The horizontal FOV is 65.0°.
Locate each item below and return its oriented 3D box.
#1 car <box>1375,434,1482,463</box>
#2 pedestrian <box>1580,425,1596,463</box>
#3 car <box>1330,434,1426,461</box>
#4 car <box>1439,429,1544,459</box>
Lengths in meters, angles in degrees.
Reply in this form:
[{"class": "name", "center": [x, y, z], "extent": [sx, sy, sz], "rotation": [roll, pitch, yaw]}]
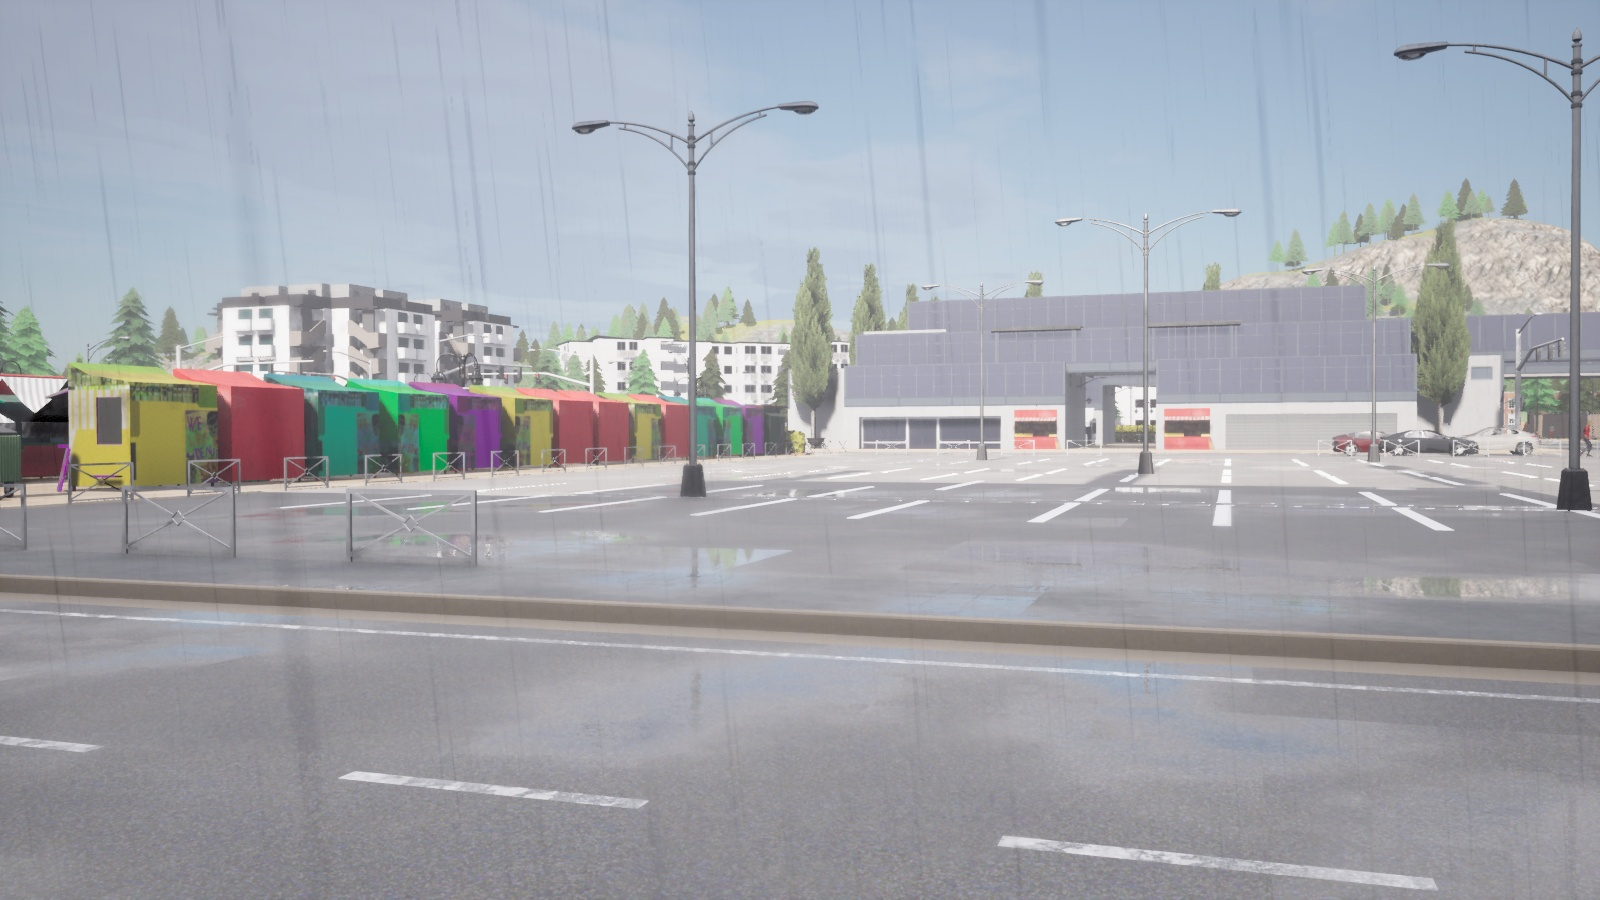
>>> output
[{"class": "car", "center": [33.860, -0.120, 67.801], "extent": [4.902, 1.511, 2.128], "rotation": [1, 1, 20]}, {"class": "pedestrian", "center": [38.661, -0.301, 61.639], "extent": [0.636, 1.846, 0.331], "rotation": [1, 1, 29]}, {"class": "car", "center": [32.991, -0.145, 71.838], "extent": [4.792, 1.488, 2.163], "rotation": [1, 1, 20]}, {"class": "car", "center": [40.111, -0.358, 73.000], "extent": [5.027, 1.651, 2.152], "rotation": [1, 1, 19]}]
